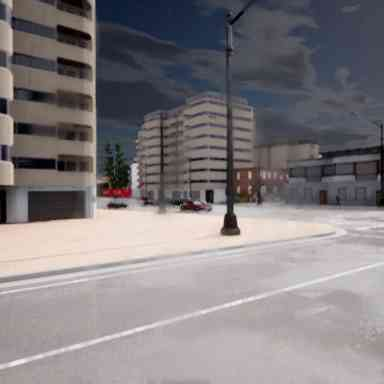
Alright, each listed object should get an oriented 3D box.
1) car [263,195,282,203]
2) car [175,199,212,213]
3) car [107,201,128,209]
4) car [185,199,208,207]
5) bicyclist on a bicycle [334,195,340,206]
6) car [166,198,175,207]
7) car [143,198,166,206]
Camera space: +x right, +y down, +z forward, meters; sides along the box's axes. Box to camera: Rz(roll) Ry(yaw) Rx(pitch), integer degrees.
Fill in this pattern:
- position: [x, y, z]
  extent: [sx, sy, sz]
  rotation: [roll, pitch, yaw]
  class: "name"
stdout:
- position: [16.307, 1.426, 67.667]
  extent: [1.970, 1.475, 3.806]
  rotation: [-1, -1, -37]
  class: "car"
- position: [0.399, 1.709, 39.583]
  extent: [1.812, 1.442, 4.674]
  rotation: [-1, -1, -37]
  class: "car"
- position: [-12.944, 2.193, 57.545]
  extent: [2.033, 1.411, 5.357]
  rotation: [-1, 0, -37]
  class: "car"
- position: [0.748, 2.013, 62.711]
  extent: [1.812, 1.442, 4.674]
  rotation: [-1, -1, -36]
  class: "car"
- position: [20.234, 1.211, 46.420]
  extent: [1.656, 1.620, 0.582]
  rotation: [-1, 0, -37]
  class: "bicyclist on a bicycle"
- position: [-2.117, 2.018, 60.694]
  extent: [1.837, 1.490, 4.892]
  rotation: [-1, -1, -36]
  class: "car"
- position: [-8.270, 2.174, 68.821]
  extent: [2.033, 1.411, 5.357]
  rotation: [-1, 0, -37]
  class: "car"
